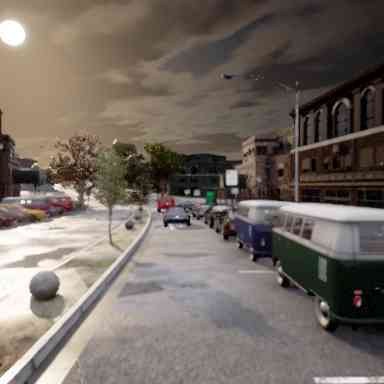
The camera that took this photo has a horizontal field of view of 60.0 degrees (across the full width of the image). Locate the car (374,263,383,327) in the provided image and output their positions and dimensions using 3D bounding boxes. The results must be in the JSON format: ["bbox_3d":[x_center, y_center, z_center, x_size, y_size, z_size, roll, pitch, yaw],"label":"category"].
[{"bbox_3d":[2.998,1.517,1.243,2.002,1.452,4.674,0,0,0],"label":"car"}]

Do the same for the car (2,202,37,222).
[{"bbox_3d":[-14.975,1.751,25.690,4.674,1.452,2.002,0,-1,-6],"label":"car"}]

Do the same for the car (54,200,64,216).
[{"bbox_3d":[-15.973,1.813,33.804,4.674,1.452,2.002,0,0,-7],"label":"car"}]

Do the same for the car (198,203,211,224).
[{"bbox_3d":[1.947,1.627,23.374,2.097,1.535,5.008,0,0,-5],"label":"car"}]

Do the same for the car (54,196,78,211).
[{"bbox_3d":[-16.797,1.553,39.084,5.566,2.045,2.435,0,0,-9],"label":"car"}]

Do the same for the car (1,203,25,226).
[{"bbox_3d":[-14.663,1.715,22.977,4.792,1.488,2.163,0,-1,-5],"label":"car"}]

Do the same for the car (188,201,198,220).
[{"bbox_3d":[1.125,1.750,30.409,2.033,1.411,5.357,0,0,-6],"label":"car"}]

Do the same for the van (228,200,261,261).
[{"bbox_3d":[2.698,1.302,12.449,1.878,1.987,4.442,0,0,-2],"label":"van"}]

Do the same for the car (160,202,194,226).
[{"bbox_3d":[-1.206,1.737,25.335,1.994,1.385,4.181,0,0,-5],"label":"car"}]

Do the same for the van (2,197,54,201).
[{"bbox_3d":[-15.732,1.529,31.101,4.442,1.987,1.878,0,0,-7],"label":"van"}]

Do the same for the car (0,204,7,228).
[{"bbox_3d":[-14.469,1.689,20.255,4.792,1.488,2.163,0,-1,-5],"label":"car"}]

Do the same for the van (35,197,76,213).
[{"bbox_3d":[-17.093,1.589,41.817,4.442,1.987,1.878,0,0,-9],"label":"van"}]

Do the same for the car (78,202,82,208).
[{"bbox_3d":[-17.674,1.701,44.515,4.553,1.767,2.185,0,0,-9],"label":"car"}]

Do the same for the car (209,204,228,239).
[{"bbox_3d":[2.385,1.609,17.899,2.163,1.488,4.792,0,-1,-3],"label":"car"}]

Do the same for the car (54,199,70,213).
[{"bbox_3d":[-16.319,1.819,36.397,4.792,1.488,2.163,0,0,-8],"label":"car"}]

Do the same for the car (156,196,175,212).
[{"bbox_3d":[-3.375,1.518,42.885,2.150,2.045,5.566,0,0,-8],"label":"car"}]

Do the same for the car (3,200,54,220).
[{"bbox_3d":[-15.095,1.729,28.424,5.366,1.575,1.946,0,0,-7],"label":"car"}]

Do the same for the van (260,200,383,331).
[{"bbox_3d":[2.917,1.266,6.915,1.878,1.987,4.442,0,0,-1],"label":"van"}]
